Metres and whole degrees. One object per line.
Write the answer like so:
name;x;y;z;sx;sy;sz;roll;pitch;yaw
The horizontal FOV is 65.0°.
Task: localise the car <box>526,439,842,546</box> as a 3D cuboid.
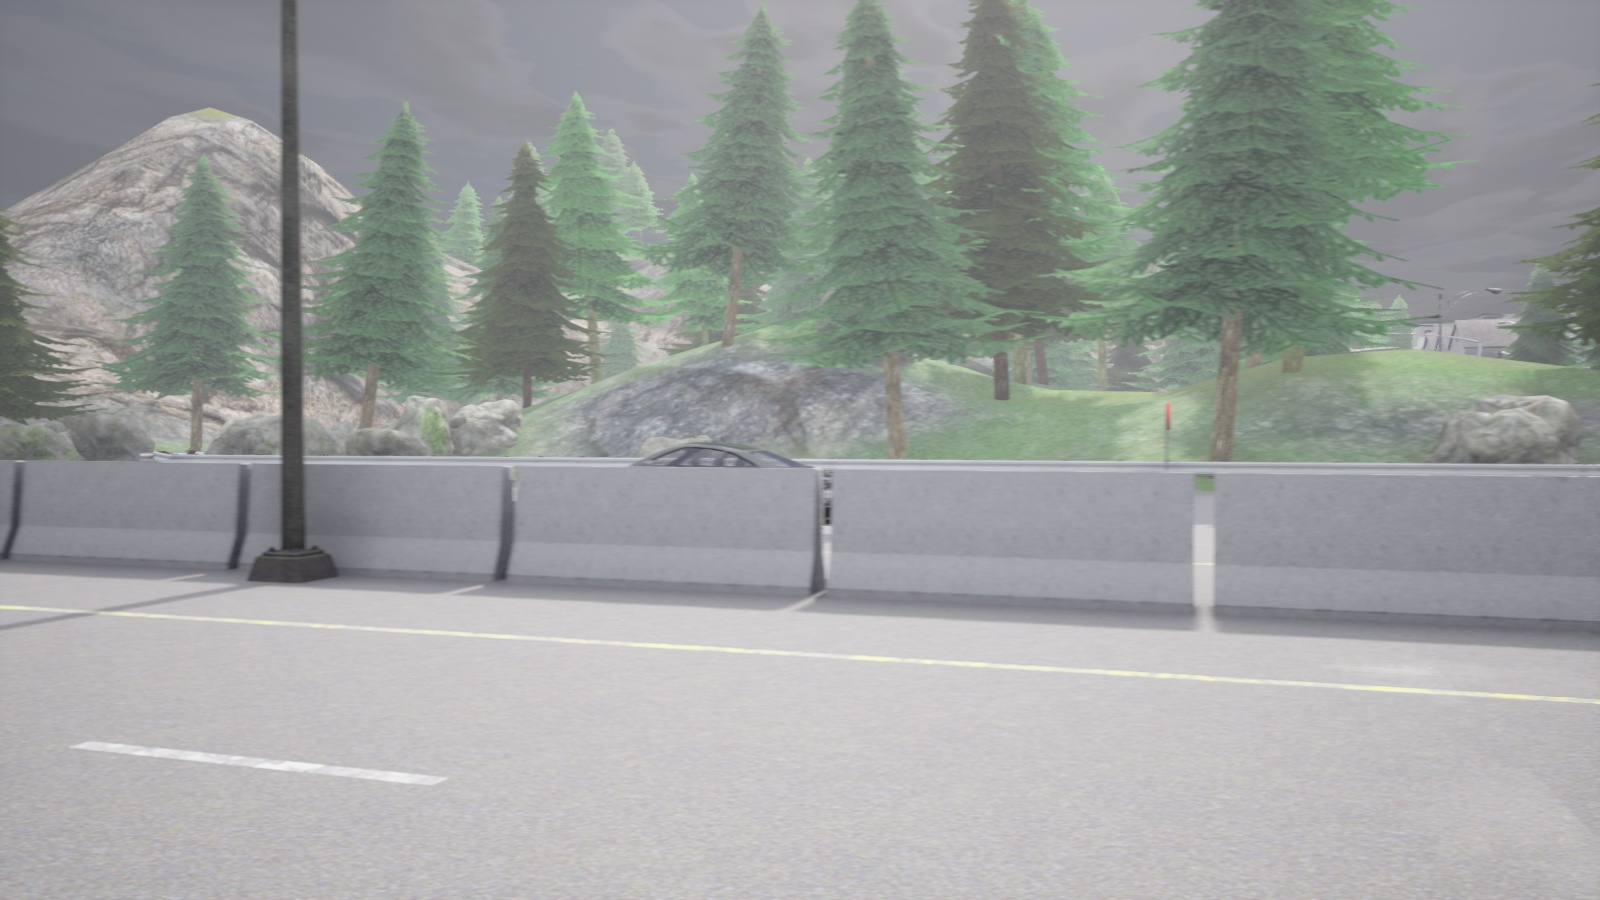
car;-1.673;0.564;18.526;4.181;1.385;1.994;1;1;19
